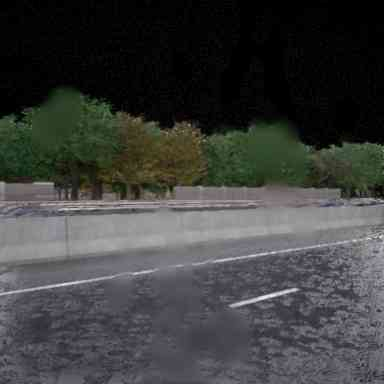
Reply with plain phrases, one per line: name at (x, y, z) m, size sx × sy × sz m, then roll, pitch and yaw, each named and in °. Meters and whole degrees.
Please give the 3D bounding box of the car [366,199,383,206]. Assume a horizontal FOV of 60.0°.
car at (25.068, 1.861, 43.298) m, size 4.181 × 1.385 × 1.994 m, roll 0°, pitch 0°, yaw -35°

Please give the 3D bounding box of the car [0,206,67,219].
car at (-7.438, 1.572, 15.877) m, size 4.181 × 1.385 × 1.994 m, roll 0°, pitch 0°, yaw -35°

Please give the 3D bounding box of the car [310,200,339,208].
car at (19.260, 1.833, 47.761) m, size 5.357 × 1.411 × 2.033 m, roll 0°, pitch 0°, yaw -35°

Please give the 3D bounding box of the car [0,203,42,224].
car at (-13.473, 1.572, 24.468) m, size 4.181 × 1.385 × 1.994 m, roll 0°, pitch 0°, yaw -35°

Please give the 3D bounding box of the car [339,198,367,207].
car at (22.955, 1.649, 46.086) m, size 4.553 × 1.767 × 2.097 m, roll 0°, pitch 0°, yaw -35°

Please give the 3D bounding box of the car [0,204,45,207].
car at (-9.474, 1.571, 18.724) m, size 4.181 × 1.385 × 1.994 m, roll 0°, pitch 0°, yaw -35°
